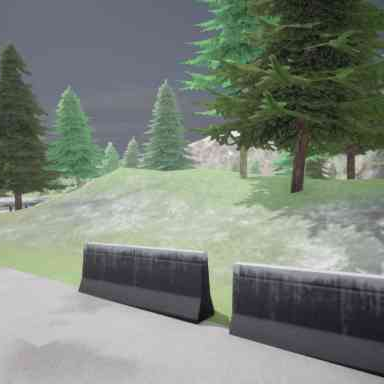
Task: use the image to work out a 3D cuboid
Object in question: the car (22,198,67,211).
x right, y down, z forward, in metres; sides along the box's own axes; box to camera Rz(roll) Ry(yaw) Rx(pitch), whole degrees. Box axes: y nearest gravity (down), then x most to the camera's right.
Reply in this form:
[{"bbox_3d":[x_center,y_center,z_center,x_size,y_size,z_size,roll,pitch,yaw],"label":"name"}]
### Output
[{"bbox_3d":[-17.740,1.401,38.782,4.902,1.511,2.128,0,0,-43],"label":"car"}]
